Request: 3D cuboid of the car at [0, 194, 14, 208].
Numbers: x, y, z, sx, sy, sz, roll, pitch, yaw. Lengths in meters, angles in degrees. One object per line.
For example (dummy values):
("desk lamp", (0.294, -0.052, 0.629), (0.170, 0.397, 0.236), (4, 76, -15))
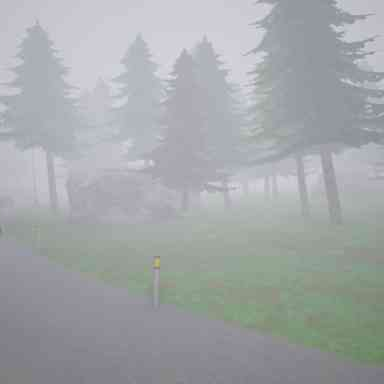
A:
("car", (-22.137, 1.039, 38.101), (2.128, 1.511, 4.902), (-4, 1, -6))
